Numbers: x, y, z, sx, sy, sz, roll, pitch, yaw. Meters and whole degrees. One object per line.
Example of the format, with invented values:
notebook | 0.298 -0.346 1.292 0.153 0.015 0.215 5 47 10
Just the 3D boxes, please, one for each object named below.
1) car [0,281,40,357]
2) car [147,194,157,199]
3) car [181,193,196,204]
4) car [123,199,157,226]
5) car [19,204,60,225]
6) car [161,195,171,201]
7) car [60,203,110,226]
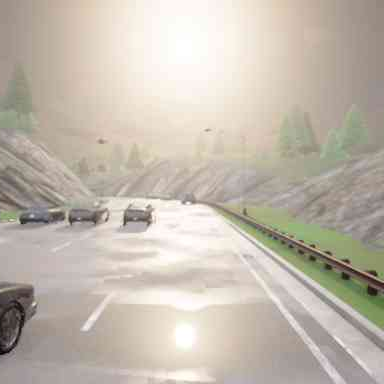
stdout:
car | -3.404 1.545 2.967 2.033 1.411 5.357 0 0 0
car | -11.458 1.416 94.692 1.837 1.490 4.892 0 0 -25
car | -0.653 1.197 60.960 2.150 2.045 5.566 0 0 -8
car | -3.599 1.480 23.333 2.128 1.511 4.902 0 0 -1
car | -10.609 1.550 24.010 1.994 1.385 4.181 0 0 -1
car | -6.253 1.448 80.424 1.812 1.442 4.674 0 0 -19
car | -7.099 1.479 23.309 2.128 1.511 4.902 0 0 -1
